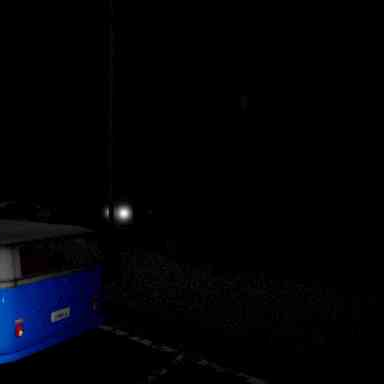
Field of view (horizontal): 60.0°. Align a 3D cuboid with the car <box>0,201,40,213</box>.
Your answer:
[{"bbox_3d":[-15.406,1.517,28.504,1.812,1.442,4.674,0,0,33],"label":"car"}]

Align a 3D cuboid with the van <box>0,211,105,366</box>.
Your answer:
[{"bbox_3d":[-3.196,1.341,5.357,3.998,1.788,1.690,0,0,36],"label":"van"}]
